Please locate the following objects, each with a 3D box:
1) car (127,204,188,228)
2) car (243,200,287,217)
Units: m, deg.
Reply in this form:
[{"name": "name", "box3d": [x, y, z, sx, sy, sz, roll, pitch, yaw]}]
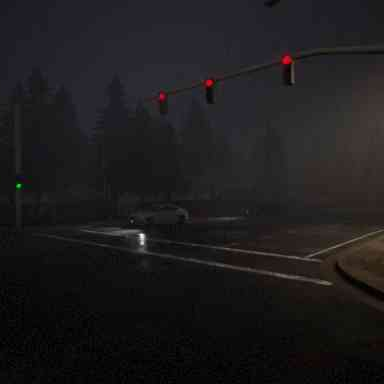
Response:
[{"name": "car", "box3d": [-2.238, 1.577, 22.768, 1.812, 1.442, 4.674, -1, 0, 43]}, {"name": "car", "box3d": [6.923, 1.500, 31.303, 4.902, 1.511, 2.128, 0, 0, -37]}]
